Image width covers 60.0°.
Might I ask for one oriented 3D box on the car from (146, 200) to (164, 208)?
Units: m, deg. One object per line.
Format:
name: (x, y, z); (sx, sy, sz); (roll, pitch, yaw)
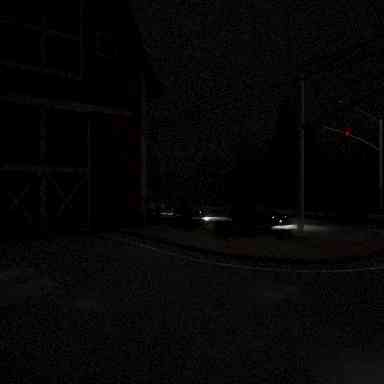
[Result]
car: (-5.285, 1.879, 41.103); (1.895, 1.301, 4.718); (0, 0, -34)

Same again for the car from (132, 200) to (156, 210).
car: (-7.362, 1.899, 50.674); (1.994, 1.385, 4.181); (0, 0, -34)

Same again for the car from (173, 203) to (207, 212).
car: (-0.306, 1.796, 33.835); (1.994, 1.385, 4.181); (0, 0, -34)

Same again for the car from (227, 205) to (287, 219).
car: (4.908, 1.731, 26.219); (2.033, 1.411, 5.357); (0, 0, -34)
